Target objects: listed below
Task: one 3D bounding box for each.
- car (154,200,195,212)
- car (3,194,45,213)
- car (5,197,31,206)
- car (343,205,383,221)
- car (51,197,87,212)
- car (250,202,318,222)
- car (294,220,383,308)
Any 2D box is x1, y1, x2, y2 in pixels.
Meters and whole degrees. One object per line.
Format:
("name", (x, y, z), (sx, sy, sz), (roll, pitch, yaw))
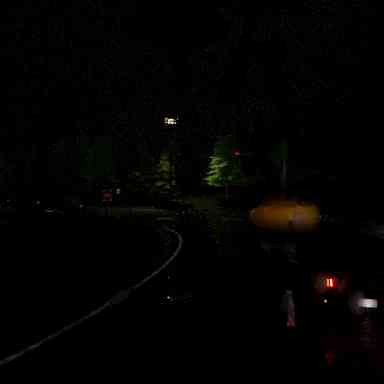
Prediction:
("car", (-2.153, 1.602, 38.954), (4.718, 1.301, 1.895), (0, 0, 32))
("car", (-18.702, 1.223, 37.011), (5.566, 2.045, 2.150), (0, 0, 32))
("car", (-29.487, 1.565, 56.273), (4.181, 1.385, 1.994), (0, 0, 32))
("car", (13.825, 1.602, 24.687), (4.718, 1.301, 1.895), (0, 0, 32))
("car", (-14.106, 1.565, 38.241), (4.181, 1.385, 1.994), (0, 0, 32))
("car", (6.813, 1.479, 24.986), (5.008, 1.535, 1.882), (0, 0, 32))
("car", (3.513, 1.601, 7.814), (1.895, 1.301, 4.718), (0, 0, 13))
